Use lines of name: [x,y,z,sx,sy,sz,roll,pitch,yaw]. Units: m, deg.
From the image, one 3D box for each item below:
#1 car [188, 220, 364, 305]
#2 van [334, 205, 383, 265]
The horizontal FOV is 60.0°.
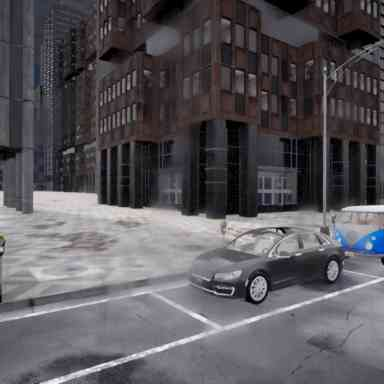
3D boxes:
car: [1.939,1.551,8.020,4.403,1.369,2.008,0,0,-35]
van: [6.445,1.342,11.218,3.998,1.788,1.690,0,0,-35]
